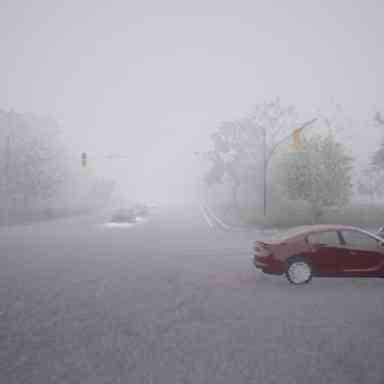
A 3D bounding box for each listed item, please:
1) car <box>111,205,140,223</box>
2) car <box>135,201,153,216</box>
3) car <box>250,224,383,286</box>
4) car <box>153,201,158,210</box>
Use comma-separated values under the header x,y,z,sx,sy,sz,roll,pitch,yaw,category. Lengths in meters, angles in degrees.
x,y,z,sx,sy,sz,roll,pitch,yaw,category
-7.093,2.411,34.801,1.994,1.385,4.181,0,-1,0,car
-7.084,2.402,45.145,2.128,1.511,4.902,0,0,0,car
4.197,1.670,9.465,5.008,1.535,1.882,0,-1,0,car
-7.028,2.274,57.832,1.812,1.442,4.674,0,1,0,car
